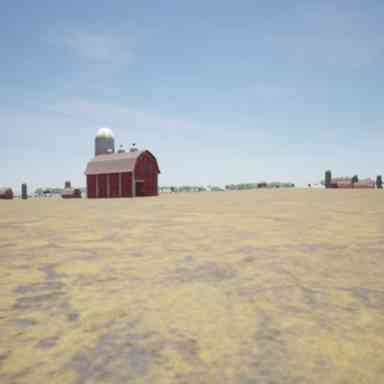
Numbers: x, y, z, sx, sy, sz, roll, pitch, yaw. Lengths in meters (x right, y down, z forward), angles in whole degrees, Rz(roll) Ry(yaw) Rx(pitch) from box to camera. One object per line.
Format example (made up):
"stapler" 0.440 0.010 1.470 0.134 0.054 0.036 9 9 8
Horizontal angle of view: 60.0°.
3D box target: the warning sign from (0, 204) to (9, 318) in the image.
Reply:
"warning sign" -3.888 1.138 5.348 1.060 1.860 1.300 -1 0 35
